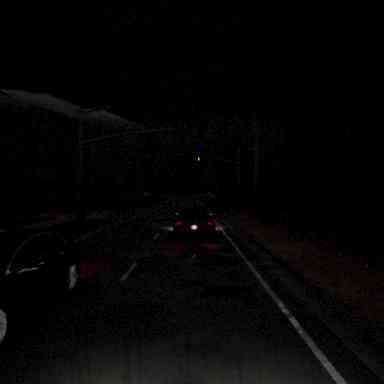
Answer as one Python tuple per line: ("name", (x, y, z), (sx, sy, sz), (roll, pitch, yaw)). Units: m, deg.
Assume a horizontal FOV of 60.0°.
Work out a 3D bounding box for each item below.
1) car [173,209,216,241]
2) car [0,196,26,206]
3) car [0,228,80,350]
("car", (0.097, 1.512, 16.479), (1.994, 1.385, 4.181), (0, 0, 0))
("car", (-25.027, 1.019, 46.158), (1.932, 1.855, 4.605), (0, 0, -1))
("car", (-3.567, 1.488, 6.047), (1.837, 1.490, 4.892), (0, 0, 0))
